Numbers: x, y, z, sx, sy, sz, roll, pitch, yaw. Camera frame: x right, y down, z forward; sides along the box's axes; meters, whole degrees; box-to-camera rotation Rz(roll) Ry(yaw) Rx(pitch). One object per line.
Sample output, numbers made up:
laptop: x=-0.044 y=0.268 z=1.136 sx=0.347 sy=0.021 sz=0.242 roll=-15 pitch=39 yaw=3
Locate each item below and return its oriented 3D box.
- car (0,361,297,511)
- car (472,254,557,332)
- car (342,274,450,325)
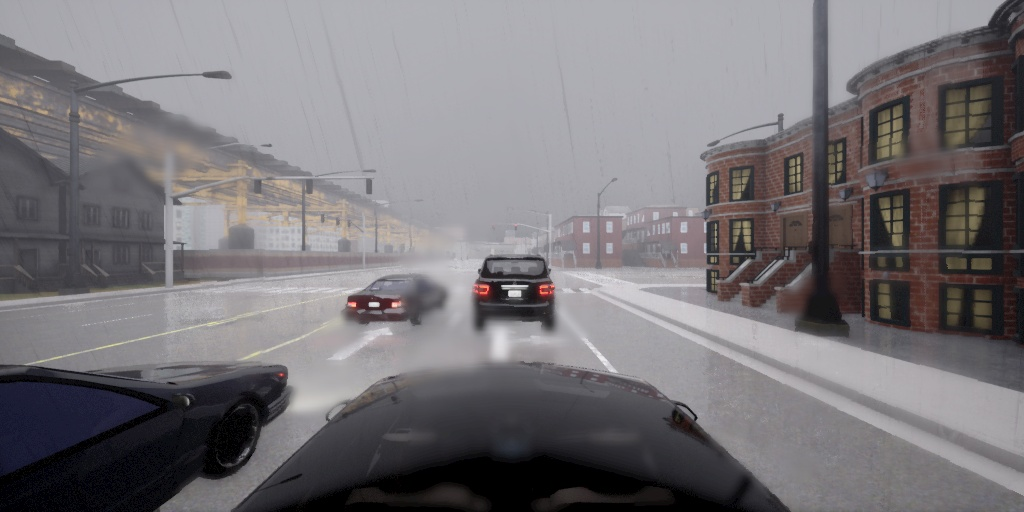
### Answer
car: x=-3.388 y=1.297 z=1.656 sx=2.033 sy=1.411 sz=5.357 roll=0 pitch=0 yaw=-1
car: x=0.084 y=0.971 z=11.046 sx=2.150 sy=2.045 sz=5.566 roll=0 pitch=0 yaw=0
car: x=-3.441 y=1.297 z=11.728 sx=2.033 sy=1.411 sz=5.357 roll=0 pitch=0 yaw=2
